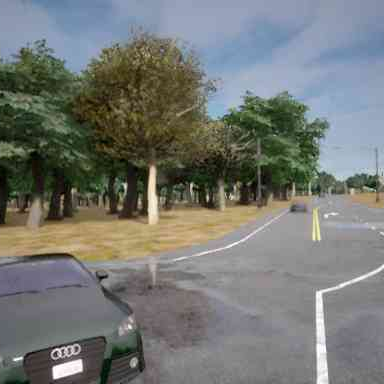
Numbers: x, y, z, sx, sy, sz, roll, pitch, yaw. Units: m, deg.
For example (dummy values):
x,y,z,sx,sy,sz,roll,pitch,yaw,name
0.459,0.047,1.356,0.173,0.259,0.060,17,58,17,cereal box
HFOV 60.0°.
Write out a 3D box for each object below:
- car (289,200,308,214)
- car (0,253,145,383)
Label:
x,y,z,sx,sy,sz,roll,pitch,yaw,name
12.551,1.693,38.976,1.882,1.535,5.008,-1,0,21,car
-2.340,1.681,5.031,1.994,1.385,4.181,0,-2,-33,car
